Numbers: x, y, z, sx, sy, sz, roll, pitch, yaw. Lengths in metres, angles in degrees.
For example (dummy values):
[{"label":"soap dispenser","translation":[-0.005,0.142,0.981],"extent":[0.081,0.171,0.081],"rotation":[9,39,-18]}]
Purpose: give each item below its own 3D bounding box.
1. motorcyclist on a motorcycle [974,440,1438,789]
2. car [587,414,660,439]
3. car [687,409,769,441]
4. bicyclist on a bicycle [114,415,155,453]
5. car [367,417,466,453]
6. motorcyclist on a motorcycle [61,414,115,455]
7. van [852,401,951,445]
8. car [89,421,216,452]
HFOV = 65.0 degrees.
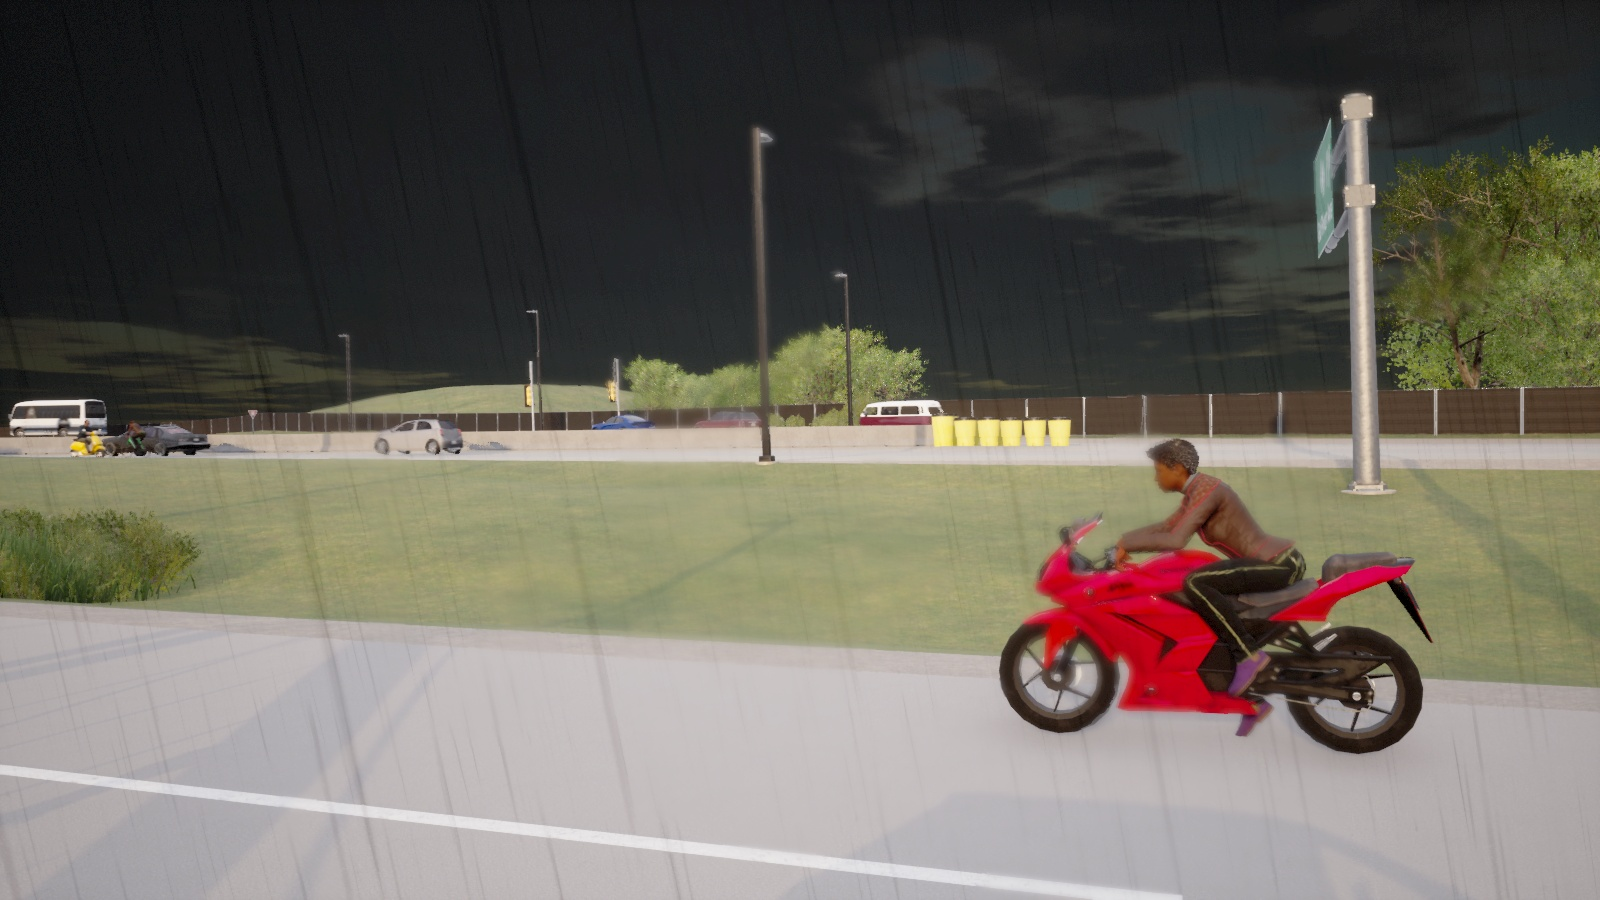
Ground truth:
[{"label":"motorcyclist on a motorcycle","translation":[1.956,0.718,6.226],"extent":[2.044,1.523,0.797],"rotation":[0,1,19]},{"label":"car","translation":[-10.967,-1.477,77.594],"extent":[1.882,1.535,5.008],"rotation":[-2,2,-44]},{"label":"car","translation":[-4.076,-1.420,70.438],"extent":[2.097,1.767,4.553],"rotation":[-2,2,-44]},{"label":"bicyclist on a bicycle","translation":[-28.477,-0.669,53.732],"extent":[1.656,1.620,0.582],"rotation":[0,1,19]},{"label":"car","translation":[-16.231,-0.632,53.168],"extent":[3.633,1.501,1.845],"rotation":[0,1,19]},{"label":"motorcyclist on a motorcycle","translation":[-28.343,-0.620,49.979],"extent":[1.817,1.590,0.866],"rotation":[0,1,19]},{"label":"van","translation":[4.955,-1.339,61.617],"extent":[4.480,2.038,2.069],"rotation":[1,2,42]},{"label":"car","translation":[-29.859,-0.629,57.921],"extent":[5.357,1.411,2.033],"rotation":[0,1,19]}]
